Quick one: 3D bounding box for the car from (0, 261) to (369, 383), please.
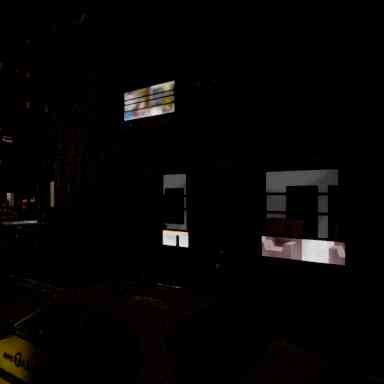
[{"bbox_3d":[-0.825,1.525,3.444,4.829,1.417,1.752,0,0,35],"label":"car"}]

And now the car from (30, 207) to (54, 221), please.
[{"bbox_3d":[-12.316,1.942,31.048,1.994,1.385,4.181,0,-1,34],"label":"car"}]

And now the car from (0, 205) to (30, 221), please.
[{"bbox_3d":[-16.721,1.836,29.250,1.752,1.417,4.829,-1,-2,35],"label":"car"}]
